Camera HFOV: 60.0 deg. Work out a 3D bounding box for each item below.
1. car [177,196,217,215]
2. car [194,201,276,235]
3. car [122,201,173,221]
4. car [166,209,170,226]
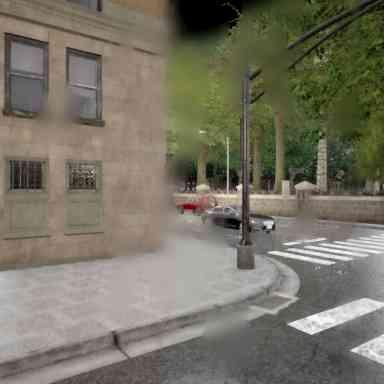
[{"bbox_3d":[0.507,1.285,31.760,2.192,1.841,5.009,0,0,-35],"label":"car"},{"bbox_3d":[2.516,1.478,18.675,2.128,1.511,4.902,0,0,-34],"label":"car"},{"bbox_3d":[-3.890,1.519,27.975,2.033,1.411,5.357,0,0,-35],"label":"car"},{"bbox_3d":[-3.260,1.544,22.222,1.947,1.339,4.313,0,0,-35],"label":"car"}]
